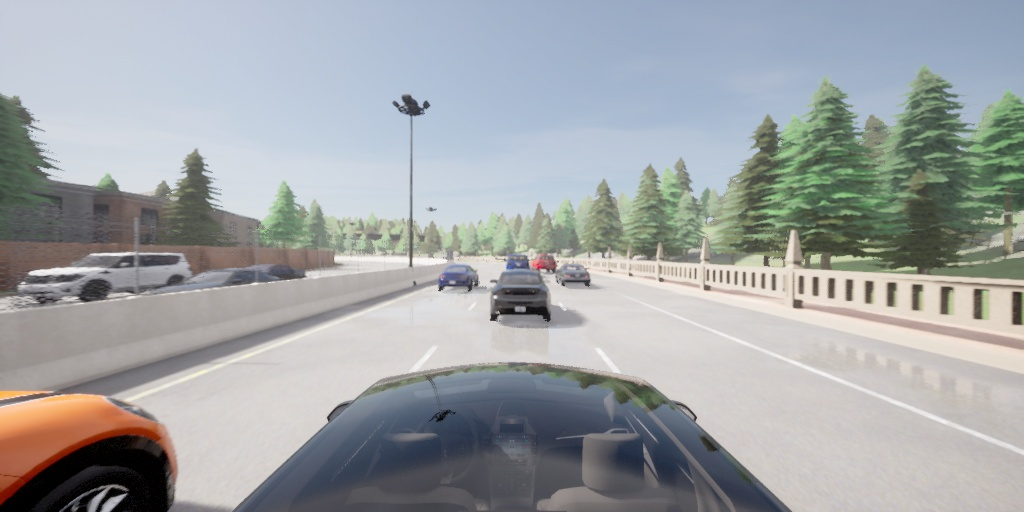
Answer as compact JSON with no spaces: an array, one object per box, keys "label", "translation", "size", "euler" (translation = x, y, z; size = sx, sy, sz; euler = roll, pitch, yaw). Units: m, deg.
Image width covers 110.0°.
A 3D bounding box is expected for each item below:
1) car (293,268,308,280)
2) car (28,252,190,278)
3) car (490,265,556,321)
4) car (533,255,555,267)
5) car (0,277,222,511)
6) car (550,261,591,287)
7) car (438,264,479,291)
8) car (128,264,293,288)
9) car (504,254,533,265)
[{"label":"car","translation":[-13.764,1.167,20.163],"size":[2.033,1.411,5.357],"euler":[0,0,1]},{"label":"car","translation":[-17.347,0.836,15.913],"size":[2.150,2.045,5.566],"euler":[0,0,1]},{"label":"car","translation":[0.284,1.222,12.368],"size":[1.837,1.490,4.892],"euler":[0,0,1]},{"label":"car","translation":[3.502,0.868,40.504],"size":[2.150,2.045,5.566],"euler":[0,0,-5]},{"label":"car","translation":[-3.458,1.087,0.641],"size":[2.097,1.767,4.553],"euler":[0,0,1]},{"label":"car","translation":[4.023,1.247,24.257],"size":[2.033,1.411,5.357],"euler":[0,0,1]},{"label":"car","translation":[-3.043,1.199,20.879],"size":[1.812,1.442,4.674],"euler":[0,0,1]},{"label":"car","translation":[-10.410,1.186,12.983],"size":[1.812,1.442,4.674],"euler":[0,0,1]},{"label":"car","translation":[0.460,0.871,33.875],"size":[2.150,2.045,5.566],"euler":[0,0,-2]}]
